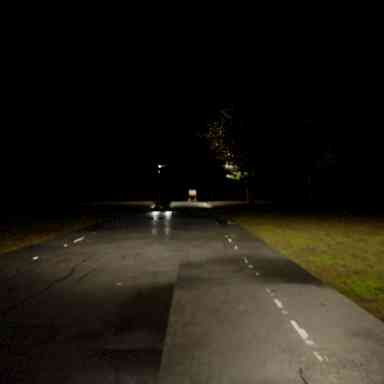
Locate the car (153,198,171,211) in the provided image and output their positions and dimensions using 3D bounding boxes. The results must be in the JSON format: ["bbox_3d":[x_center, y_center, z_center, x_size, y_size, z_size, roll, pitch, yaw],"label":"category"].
[{"bbox_3d":[-3.597,1.567,40.943,1.837,1.490,4.892,0,-1,0],"label":"car"}]
